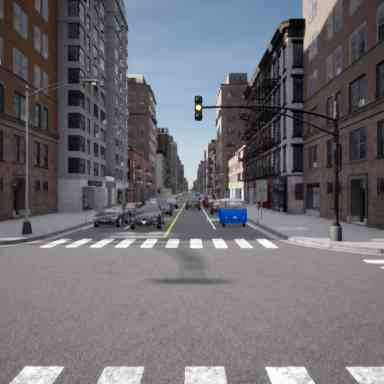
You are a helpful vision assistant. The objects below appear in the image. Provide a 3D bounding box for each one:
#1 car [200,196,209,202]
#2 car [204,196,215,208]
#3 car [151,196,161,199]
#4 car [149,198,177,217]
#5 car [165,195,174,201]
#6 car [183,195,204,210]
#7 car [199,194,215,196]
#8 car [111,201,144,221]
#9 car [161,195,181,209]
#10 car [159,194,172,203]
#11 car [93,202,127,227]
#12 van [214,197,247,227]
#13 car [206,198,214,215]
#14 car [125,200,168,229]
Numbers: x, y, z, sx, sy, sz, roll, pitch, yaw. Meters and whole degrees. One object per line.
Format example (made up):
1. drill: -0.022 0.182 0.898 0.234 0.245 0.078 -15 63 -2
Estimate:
1. car: 2.722 1.524 73.620 2.008 1.369 4.403 0 0 0
2. car: 2.689 1.576 45.214 1.802 1.307 4.206 0 0 0
3. car: -5.336 1.519 45.047 1.752 1.417 4.829 0 0 0
4. car: -2.801 1.562 31.603 1.994 1.385 4.181 0 0 0
5. car: -5.297 1.409 79.308 1.967 1.590 4.097 0 0 0
6. car: 0.149 1.486 43.571 2.128 1.511 4.902 0 0 0
7. car: 2.696 1.305 50.896 2.192 1.841 5.009 0 0 0
8. car: -5.356 1.543 28.171 1.887 1.381 4.507 0 0 0
9. car: -2.790 1.520 44.339 1.812 1.442 4.674 0 0 0
10. car: -5.310 1.292 67.944 2.192 1.841 5.009 0 0 0
11. car: -5.362 1.549 22.490 2.008 1.369 4.403 0 0 0
12. van: 2.663 1.340 22.489 1.690 1.788 3.998 0 0 0
13. car: 2.676 1.580 33.851 1.802 1.307 4.206 0 0 0
14. car: -2.795 1.504 21.594 1.837 1.490 4.892 0 0 -1
